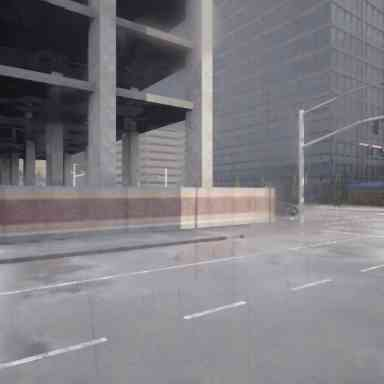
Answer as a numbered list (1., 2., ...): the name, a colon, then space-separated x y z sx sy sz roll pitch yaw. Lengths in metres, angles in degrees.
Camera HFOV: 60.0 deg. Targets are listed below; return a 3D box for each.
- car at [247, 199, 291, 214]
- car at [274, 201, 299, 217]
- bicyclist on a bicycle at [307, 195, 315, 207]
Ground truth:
1. car: 8.469 1.526 36.896 1.812 1.442 4.674 0 0 -36
2. car: 8.063 1.564 31.496 1.994 1.385 4.181 0 0 -36
3. bicyclist on a bicycle: 16.533 1.301 46.187 1.656 1.620 0.582 0 0 -36
